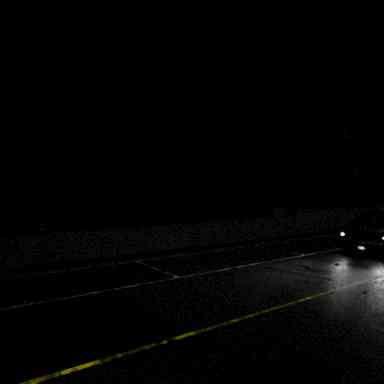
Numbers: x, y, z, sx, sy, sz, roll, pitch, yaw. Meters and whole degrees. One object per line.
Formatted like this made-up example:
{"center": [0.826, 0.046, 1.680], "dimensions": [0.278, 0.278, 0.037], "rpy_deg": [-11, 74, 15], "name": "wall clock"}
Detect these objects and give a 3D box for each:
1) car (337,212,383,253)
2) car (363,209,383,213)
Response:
{"center": [7.597, 1.601, 12.661], "dimensions": [4.718, 1.301, 1.895], "rpy_deg": [0, 0, -36], "name": "car"}
{"center": [9.998, 1.567, 17.645], "dimensions": [4.313, 1.339, 1.947], "rpy_deg": [0, 0, -36], "name": "car"}
